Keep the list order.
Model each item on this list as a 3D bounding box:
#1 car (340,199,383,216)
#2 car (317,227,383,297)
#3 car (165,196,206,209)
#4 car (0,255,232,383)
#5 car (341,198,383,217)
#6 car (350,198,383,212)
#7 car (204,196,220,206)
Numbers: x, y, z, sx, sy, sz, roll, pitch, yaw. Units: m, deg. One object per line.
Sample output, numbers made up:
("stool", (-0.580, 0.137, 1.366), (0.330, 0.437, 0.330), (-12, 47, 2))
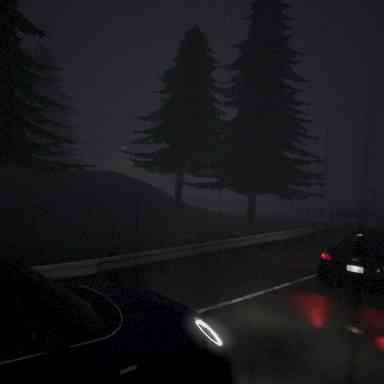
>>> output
("car", (17.660, 1.498, 33.318), (4.902, 1.511, 2.128), (0, 0, 35))
("car", (4.878, 1.564, 8.219), (4.181, 1.385, 1.994), (0, 0, -42))
("car", (-0.932, 1.569, 46.203), (4.718, 1.301, 1.895), (0, 0, 35))
("car", (-1.819, 1.352, 2.744), (4.553, 1.767, 2.097), (0, 0, -36))
("car", (16.140, 1.533, 30.112), (4.674, 1.442, 1.812), (0, 0, 35))
("car", (21.549, 1.482, 39.138), (5.008, 1.535, 1.882), (0, 0, 35))
("car", (2.157, 1.452, 52.584), (4.902, 1.511, 2.128), (1, 0, 35))
